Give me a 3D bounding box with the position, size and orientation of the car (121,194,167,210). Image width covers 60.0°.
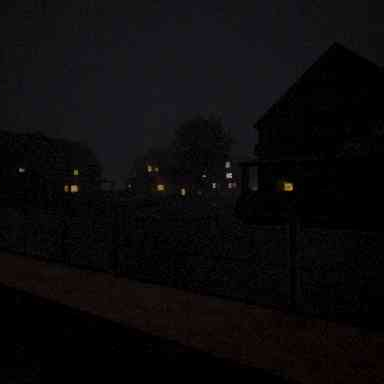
[{"bbox_3d":[-4.551,0.915,31.959,2.033,1.411,5.357,1,2,35],"label":"car"}]

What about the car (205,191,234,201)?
[{"bbox_3d":[3.690,0.583,43.573,2.033,1.411,5.357,1,2,36],"label":"car"}]

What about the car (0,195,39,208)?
[{"bbox_3d":[-12.152,1.034,21.143,2.097,1.767,4.553,1,2,34],"label":"car"}]
